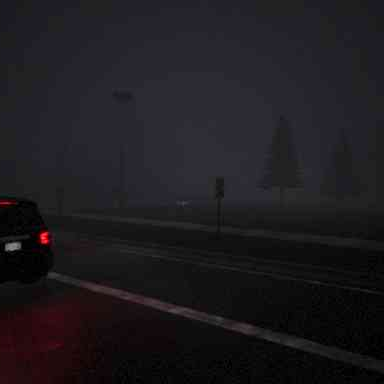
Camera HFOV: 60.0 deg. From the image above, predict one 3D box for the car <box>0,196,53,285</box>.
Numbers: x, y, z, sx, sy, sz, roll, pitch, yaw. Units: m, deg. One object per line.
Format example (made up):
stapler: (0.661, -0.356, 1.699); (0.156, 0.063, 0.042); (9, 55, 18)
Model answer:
car: (-5.643, 1.114, 7.979); (5.566, 2.045, 2.150); (1, 1, 35)

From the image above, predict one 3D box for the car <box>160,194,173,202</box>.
car: (-3.786, 1.034, 60.874); (2.128, 1.511, 4.902); (1, 1, 35)

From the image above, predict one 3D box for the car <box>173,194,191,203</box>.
car: (-0.682, 1.090, 59.222); (1.837, 1.490, 4.892); (1, 0, 35)

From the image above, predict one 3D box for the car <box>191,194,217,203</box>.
car: (2.519, 1.104, 57.702); (1.882, 1.535, 5.008); (1, 0, 35)
